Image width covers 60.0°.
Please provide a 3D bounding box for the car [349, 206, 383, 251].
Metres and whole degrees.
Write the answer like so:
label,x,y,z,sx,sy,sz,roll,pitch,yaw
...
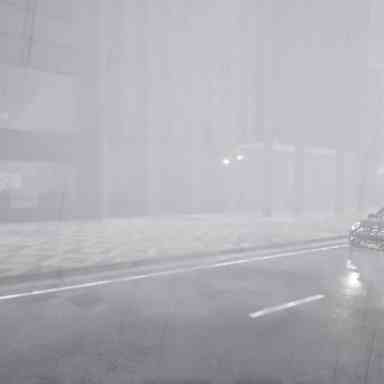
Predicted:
label,x,y,z,sx,sy,sz,roll,pitch,yaw
car,8.046,1.270,12.690,4.553,1.767,2.097,0,1,-34
